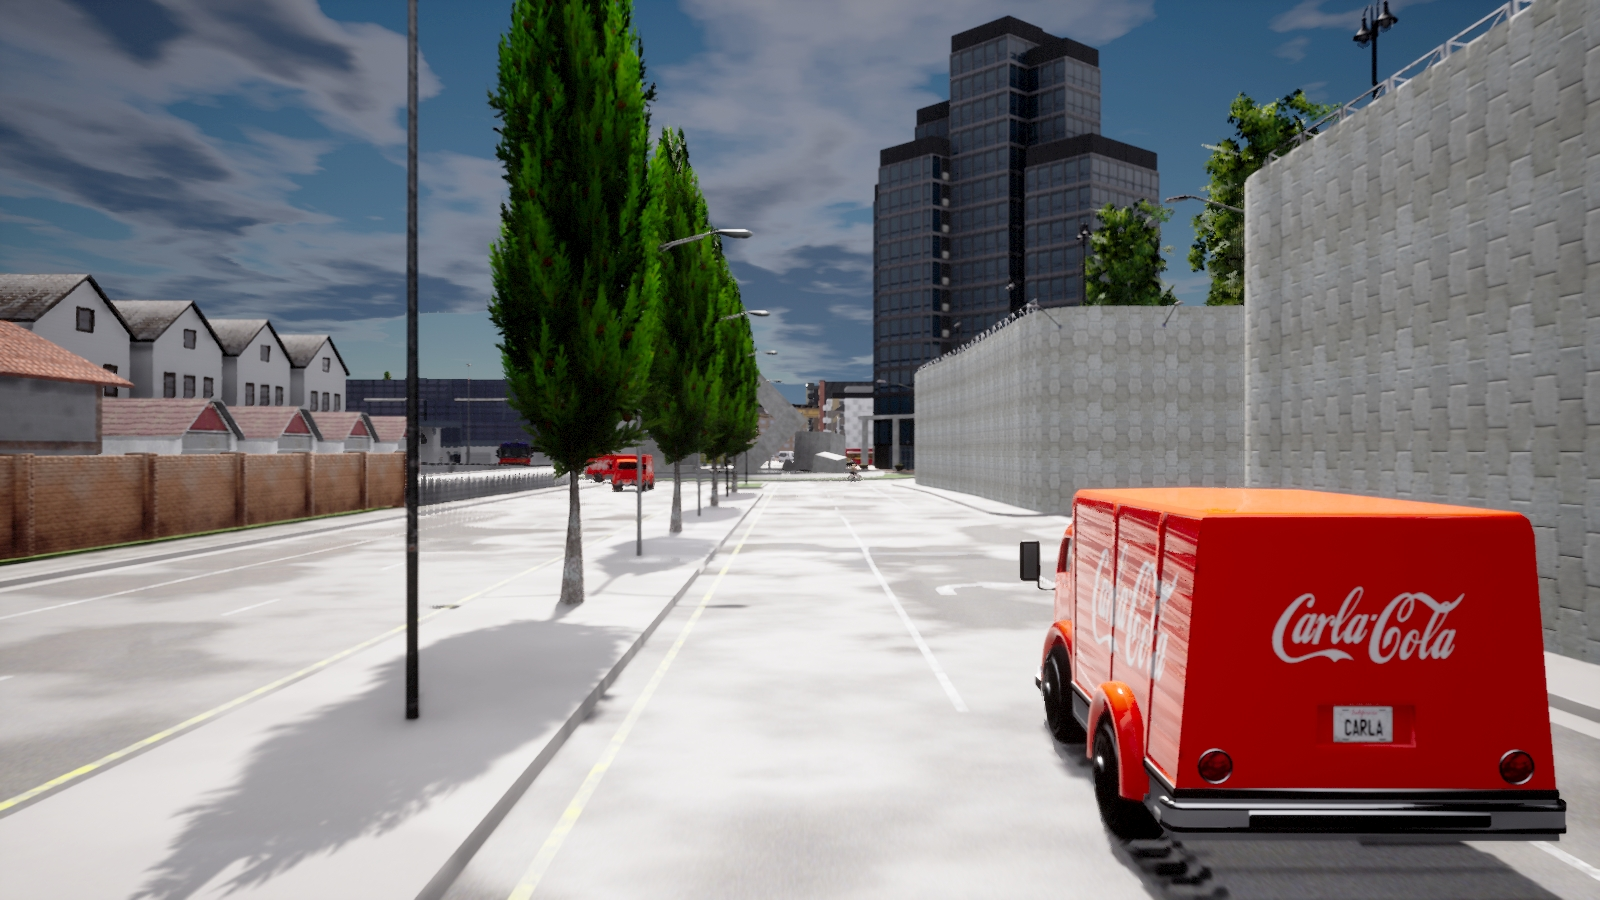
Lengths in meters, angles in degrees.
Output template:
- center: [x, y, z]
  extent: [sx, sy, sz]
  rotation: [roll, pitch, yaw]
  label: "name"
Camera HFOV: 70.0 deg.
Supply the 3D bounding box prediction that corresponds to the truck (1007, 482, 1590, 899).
- center: [3.475, 1.568, 9.496]
  extent: [2.627, 2.467, 5.204]
  rotation: [0, 0, 1]
  label: "truck"
